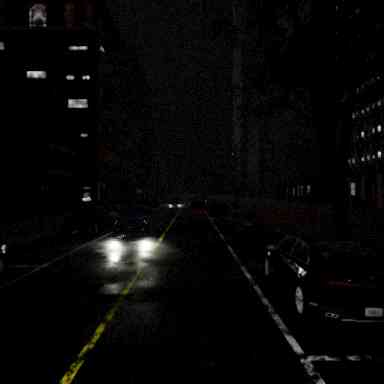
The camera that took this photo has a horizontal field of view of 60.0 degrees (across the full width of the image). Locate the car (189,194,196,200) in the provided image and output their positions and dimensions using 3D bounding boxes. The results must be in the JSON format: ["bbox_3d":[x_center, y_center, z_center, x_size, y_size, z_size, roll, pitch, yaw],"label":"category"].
[{"bbox_3d":[0.062,1.340,89.639,1.882,1.535,5.008,0,0,0],"label":"car"}]

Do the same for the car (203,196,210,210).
[{"bbox_3d":[2.729,1.551,40.537,2.008,1.369,4.403,1,0,0],"label":"car"}]

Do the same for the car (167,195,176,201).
[{"bbox_3d":[-5.616,1.565,90.670,2.008,1.369,4.403,1,0,0],"label":"car"}]

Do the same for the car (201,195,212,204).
[{"bbox_3d":[2.746,1.445,62.816,1.967,1.590,4.097,1,0,0],"label":"car"}]

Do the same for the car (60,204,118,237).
[{"bbox_3d":[-5.667,1.565,18.266,1.947,1.339,4.313,1,0,0],"label":"car"}]

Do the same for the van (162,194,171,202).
[{"bbox_3d":[-5.625,1.349,73.963,1.690,1.788,3.998,1,0,0],"label":"van"}]

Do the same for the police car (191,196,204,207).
[{"bbox_3d":[0.869,1.428,52.323,1.930,1.638,5.238,0,0,-1],"label":"police car"}]

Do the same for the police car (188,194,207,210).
[{"bbox_3d":[0.713,1.426,42.321,1.930,1.638,5.238,0,0,-2],"label":"police car"}]

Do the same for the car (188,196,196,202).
[{"bbox_3d":[0.053,1.538,77.450,1.895,1.301,4.718,0,0,0],"label":"car"}]

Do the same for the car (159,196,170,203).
[{"bbox_3d":[-5.632,1.557,68.392,2.008,1.369,4.403,1,0,0],"label":"car"}]

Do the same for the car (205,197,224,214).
[{"bbox_3d":[2.725,1.551,34.969,2.008,1.369,4.403,1,0,0],"label":"car"}]

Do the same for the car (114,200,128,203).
[{"bbox_3d":[-5.663,1.524,23.665,1.752,1.417,4.829,1,0,0],"label":"car"}]

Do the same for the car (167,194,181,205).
[{"bbox_3d":[-3.007,1.482,60.429,1.882,1.535,5.008,0,0,1],"label":"car"}]

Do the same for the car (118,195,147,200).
[{"bbox_3d":[-5.655,1.314,29.406,2.192,1.841,5.009,1,0,0],"label":"car"}]

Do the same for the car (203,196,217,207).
[{"bbox_3d":[2.738,1.442,51.676,1.967,1.590,4.097,1,0,0],"label":"car"}]

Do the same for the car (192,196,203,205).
[{"bbox_3d":[0.939,1.509,58.225,1.837,1.490,4.892,0,0,0],"label":"car"}]

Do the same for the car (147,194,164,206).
[{"bbox_3d":[-5.644,1.317,46.113,2.192,1.841,5.009,1,0,0],"label":"car"}]

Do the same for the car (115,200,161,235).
[{"bbox_3d":[-3.088,1.476,18.971,1.882,1.535,5.008,0,0,0],"label":"car"}]

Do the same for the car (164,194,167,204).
[{"bbox_3d":[-5.636,1.571,62.823,1.947,1.339,4.313,1,0,0],"label":"car"}]

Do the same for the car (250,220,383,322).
[{"bbox_3d":[2.706,1.550,7.120,2.008,1.369,4.403,1,0,0],"label":"car"}]

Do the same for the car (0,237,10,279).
[{"bbox_3d":[-5.674,1.550,7.127,2.008,1.369,4.403,1,0,0],"label":"car"}]

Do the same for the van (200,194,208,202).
[{"bbox_3d":[2.759,1.351,79.526,1.690,1.788,3.998,1,0,0],"label":"van"}]

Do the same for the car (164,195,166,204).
[{"bbox_3d":[-5.644,1.547,51.683,1.887,1.381,4.507,1,0,0],"label":"car"}]

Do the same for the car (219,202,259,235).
[{"bbox_3d":[2.714,1.524,18.430,1.752,1.417,4.829,1,0,0],"label":"car"}]
